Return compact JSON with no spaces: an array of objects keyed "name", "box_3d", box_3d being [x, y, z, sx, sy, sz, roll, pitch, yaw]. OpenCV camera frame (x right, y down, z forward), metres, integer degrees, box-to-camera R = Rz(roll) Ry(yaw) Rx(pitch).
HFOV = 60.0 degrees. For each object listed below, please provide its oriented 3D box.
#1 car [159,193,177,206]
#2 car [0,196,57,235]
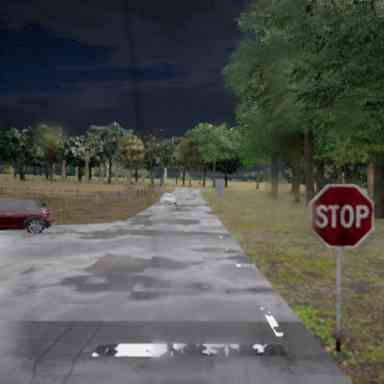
[{"name":"car","box_3d":[-2.692,0.858,38.657,1.812,1.442,4.674,0,2,0]},{"name":"car","box_3d":[-9.048,1.062,16.039,4.553,1.767,2.097,1,0,-13]}]
